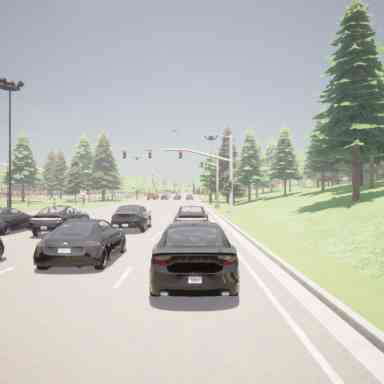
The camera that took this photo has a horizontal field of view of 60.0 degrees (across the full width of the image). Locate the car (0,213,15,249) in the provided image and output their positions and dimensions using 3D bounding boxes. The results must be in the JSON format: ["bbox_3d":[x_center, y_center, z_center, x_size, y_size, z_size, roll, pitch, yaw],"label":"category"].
[{"bbox_3d":[-6.973,1.526,8.906,1.812,1.442,4.674,0,0,-1],"label":"car"}]

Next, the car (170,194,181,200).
[{"bbox_3d":[-4.161,1.517,92.041,2.128,1.511,4.902,0,0,0],"label":"car"}]

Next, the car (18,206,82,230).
[{"bbox_3d":[-7.031,1.492,18.172,2.128,1.511,4.902,0,0,0],"label":"car"}]

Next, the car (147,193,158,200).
[{"bbox_3d":[-11.161,1.217,92.021,2.150,2.045,5.566,0,0,0],"label":"car"}]

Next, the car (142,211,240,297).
[{"bbox_3d":[0.041,1.478,8.640,1.882,1.535,5.008,0,0,0],"label":"car"}]

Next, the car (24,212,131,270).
[{"bbox_3d":[-3.479,1.564,11.044,1.994,1.385,4.181,0,0,0],"label":"car"}]

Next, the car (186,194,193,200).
[{"bbox_3d":[-0.665,1.545,92.483,1.994,1.385,4.181,0,0,0],"label":"car"}]

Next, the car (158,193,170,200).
[{"bbox_3d":[-7.661,1.491,92.016,1.837,1.490,4.892,0,0,0],"label":"car"}]

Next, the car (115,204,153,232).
[{"bbox_3d":[-3.541,1.505,19.909,1.837,1.490,4.892,0,0,0],"label":"car"}]

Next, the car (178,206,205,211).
[{"bbox_3d":[-0.031,1.492,18.133,2.128,1.511,4.902,0,0,0],"label":"car"}]

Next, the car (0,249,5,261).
[{"bbox_3d":[-3.415,1.526,2.184,1.812,1.442,4.674,0,0,0],"label":"car"}]

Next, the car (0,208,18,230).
[{"bbox_3d":[-10.534,1.564,18.648,1.994,1.385,4.181,0,0,0],"label":"car"}]
